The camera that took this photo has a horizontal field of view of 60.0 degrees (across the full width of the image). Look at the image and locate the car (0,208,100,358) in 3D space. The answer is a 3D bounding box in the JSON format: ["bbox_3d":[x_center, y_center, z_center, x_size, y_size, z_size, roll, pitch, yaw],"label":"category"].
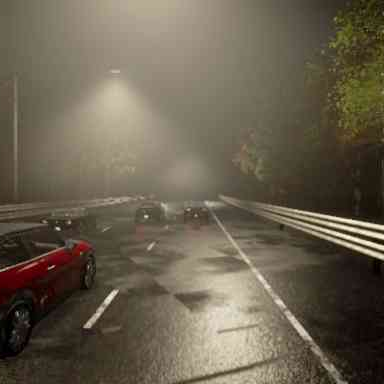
[{"bbox_3d":[-3.373,1.344,6.165,2.097,1.767,4.553,0,0,0],"label":"car"}]

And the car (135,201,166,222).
[{"bbox_3d":[-3.171,1.471,25.711,1.837,1.490,4.892,0,0,1],"label":"car"}]

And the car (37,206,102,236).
[{"bbox_3d":[-6.778,1.576,19.036,1.895,1.301,4.718,0,0,1],"label":"car"}]

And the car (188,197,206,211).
[{"bbox_3d":[0.661,1.435,41.624,2.128,1.511,4.902,0,0,1],"label":"car"}]

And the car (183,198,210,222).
[{"bbox_3d":[0.330,1.456,25.593,2.128,1.511,4.902,0,0,1],"label":"car"}]
